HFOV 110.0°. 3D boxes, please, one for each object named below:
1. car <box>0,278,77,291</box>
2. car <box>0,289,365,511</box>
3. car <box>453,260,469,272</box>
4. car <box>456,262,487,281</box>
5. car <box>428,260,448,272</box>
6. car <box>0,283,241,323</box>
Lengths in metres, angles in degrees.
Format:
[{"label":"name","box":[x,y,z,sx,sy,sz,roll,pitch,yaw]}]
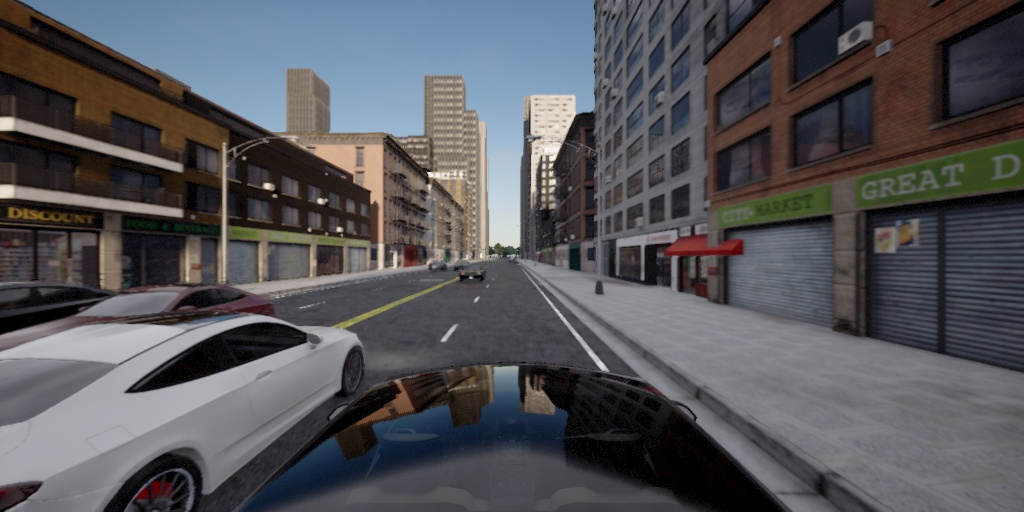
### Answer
[{"label":"car","box":[-9.848,1.228,6.579,1.882,1.535,5.008,0,0,0]},{"label":"car","box":[-3.150,1.275,3.570,1.812,1.442,4.674,0,0,0]},{"label":"car","box":[-6.563,1.294,47.624,1.837,1.490,4.892,0,0,0]},{"label":"car","box":[-3.139,1.367,29.703,1.895,1.301,4.718,0,0,0]},{"label":"car","box":[-9.812,1.281,47.637,2.128,1.511,4.902,0,0,0]},{"label":"car","box":[-6.598,1.275,6.845,1.812,1.442,4.674,0,0,0]}]
